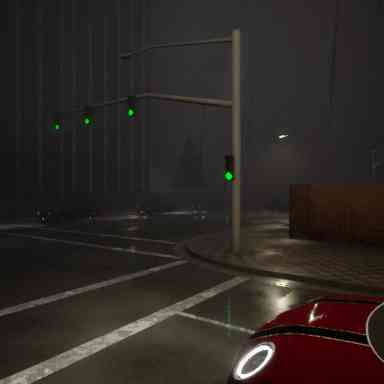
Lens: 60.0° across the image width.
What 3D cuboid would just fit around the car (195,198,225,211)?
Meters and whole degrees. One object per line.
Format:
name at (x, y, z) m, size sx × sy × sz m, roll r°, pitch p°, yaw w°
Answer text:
car at (2.318, 1.491, 41.805) m, size 2.128 × 1.511 × 4.902 m, roll 0°, pitch 0°, yaw 36°

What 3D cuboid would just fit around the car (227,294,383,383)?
car at (2.471, 1.352, 2.195) m, size 4.553 × 1.767 × 2.097 m, roll 0°, pitch 0°, yaw 36°

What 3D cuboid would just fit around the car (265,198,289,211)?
car at (10.758, 1.491, 41.319) m, size 2.128 × 1.511 × 4.902 m, roll 0°, pitch 0°, yaw 36°

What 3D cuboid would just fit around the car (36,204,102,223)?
car at (-9.303, 1.601, 25.436) m, size 1.895 × 1.301 × 4.718 m, roll 0°, pitch 0°, yaw 35°

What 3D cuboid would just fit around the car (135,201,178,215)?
car at (-3.524, 1.601, 33.593) m, size 1.895 × 1.301 × 4.718 m, roll 0°, pitch 0°, yaw 35°
